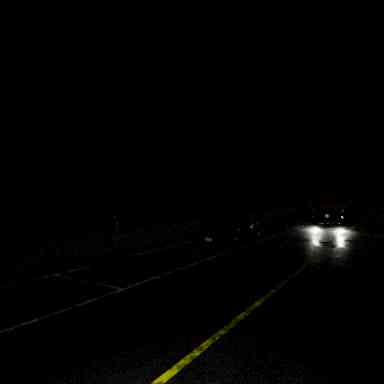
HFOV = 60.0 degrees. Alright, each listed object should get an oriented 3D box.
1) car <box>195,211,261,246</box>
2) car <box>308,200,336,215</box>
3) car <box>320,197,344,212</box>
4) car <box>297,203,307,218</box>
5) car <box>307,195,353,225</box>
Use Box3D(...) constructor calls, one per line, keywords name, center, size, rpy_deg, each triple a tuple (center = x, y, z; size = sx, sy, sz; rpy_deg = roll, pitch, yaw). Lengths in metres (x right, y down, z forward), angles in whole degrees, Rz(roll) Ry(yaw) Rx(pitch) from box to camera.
Box3D(name="car", center=(1.807, 1.566, 15.379), size=(1.947, 1.339, 4.313), rpy_deg=(0, 0, 32))
Box3D(name="car", center=(13.448, 1.567, 34.165), size=(1.947, 1.339, 4.313), rpy_deg=(0, 0, 32))
Box3D(name="car", center=(16.359, 1.442, 38.861), size=(1.967, 1.590, 4.097), rpy_deg=(0, 0, 32))
Box3D(name="car", center=(10.538, 1.583, 29.468), size=(1.802, 1.307, 4.206), rpy_deg=(0, 0, 32))
Box3D(name="car", center=(10.356, 1.222, 24.297), size=(2.150, 2.045, 5.566), rpy_deg=(0, 0, 32))
